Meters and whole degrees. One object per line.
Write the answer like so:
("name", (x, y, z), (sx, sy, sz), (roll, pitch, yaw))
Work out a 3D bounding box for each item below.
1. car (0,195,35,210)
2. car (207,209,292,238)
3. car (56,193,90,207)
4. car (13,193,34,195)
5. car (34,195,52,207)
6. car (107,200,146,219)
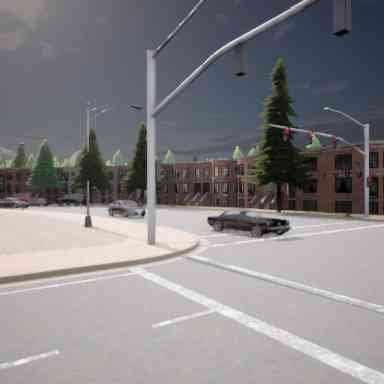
("car", (-23.350, 1.509, 43.345), (4.892, 1.490, 1.837), (0, 0, 22))
("car", (2.939, 1.608, 17.871), (1.895, 1.301, 4.718), (0, 0, -36))
("car", (-18.918, 1.230, 52.866), (5.566, 2.045, 2.150), (0, 0, 23))
("car", (-29.037, 1.226, 55.919), (5.566, 2.045, 2.150), (0, 0, 10))
("car", (-24.175, 1.553, 51.133), (5.357, 1.411, 2.033), (0, 0, 17))
("car", (-5.880, 1.495, 29.762), (2.128, 1.511, 4.902), (0, 0, -38))
